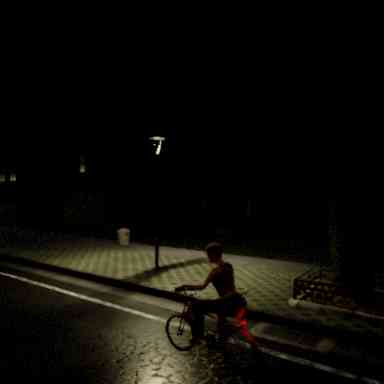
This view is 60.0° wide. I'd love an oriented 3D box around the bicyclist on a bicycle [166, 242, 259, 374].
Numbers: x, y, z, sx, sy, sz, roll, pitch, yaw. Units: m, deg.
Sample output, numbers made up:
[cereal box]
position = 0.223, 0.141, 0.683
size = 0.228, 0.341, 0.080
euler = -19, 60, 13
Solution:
[bicyclist on a bicycle]
position = 0.218, 1.474, 4.478
size = 1.509, 1.612, 0.866
euler = 0, -1, 36
